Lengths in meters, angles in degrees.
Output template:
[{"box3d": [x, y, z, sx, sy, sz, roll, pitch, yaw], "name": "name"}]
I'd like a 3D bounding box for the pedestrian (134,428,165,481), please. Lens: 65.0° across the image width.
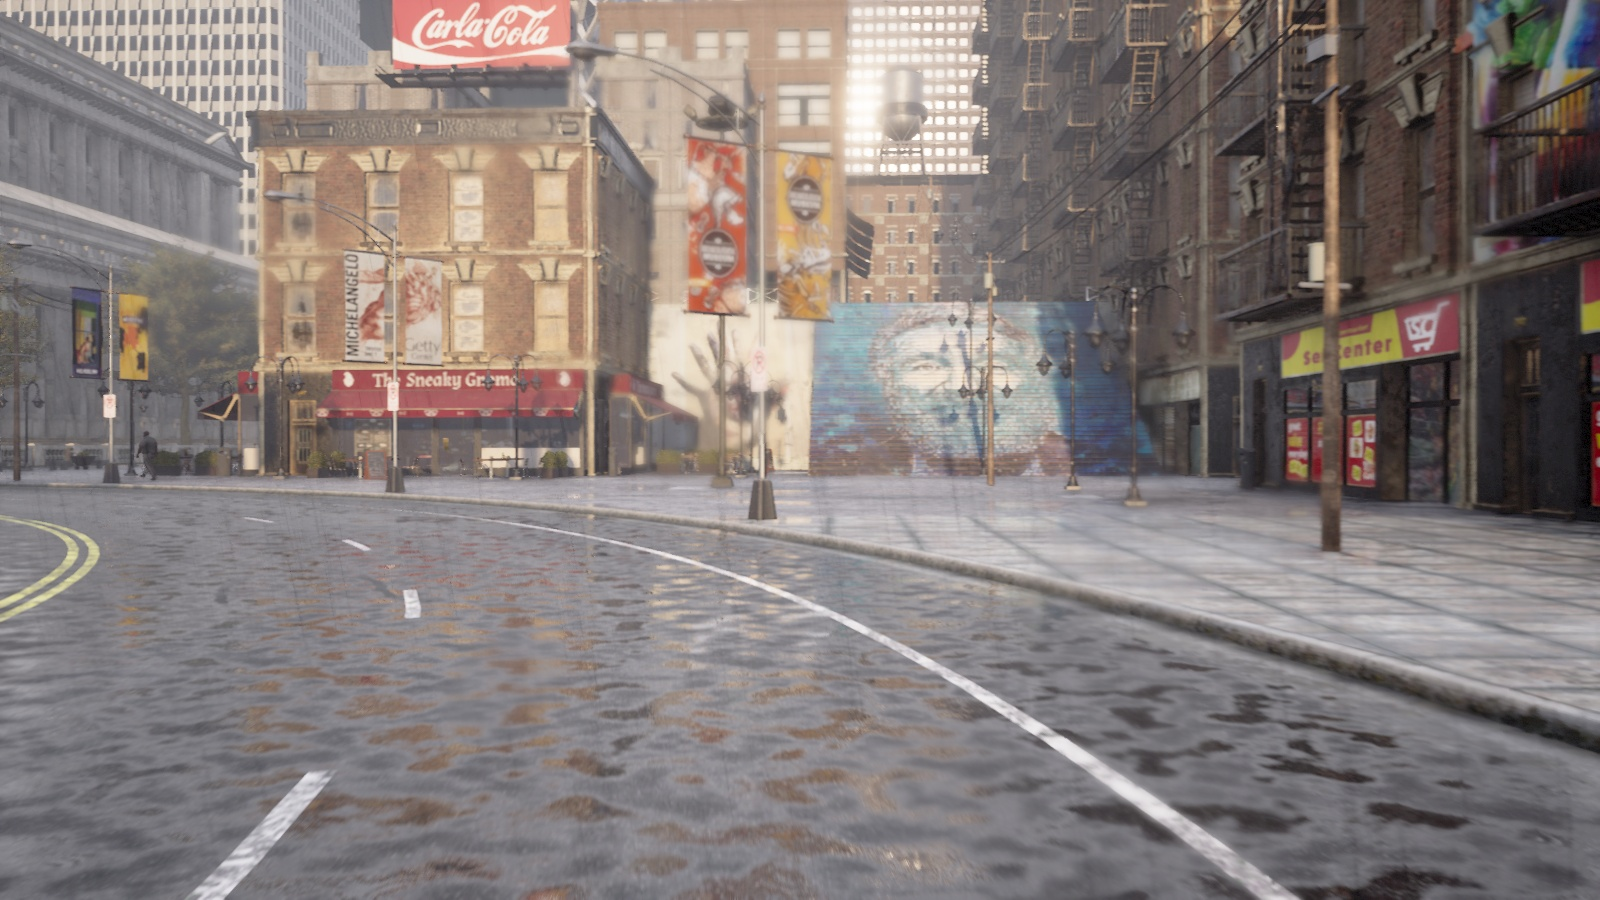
[{"box3d": [-23.462, 0.148, 45.285, 0.849, 1.883, 0.563, 0, 0, 19], "name": "pedestrian"}]
